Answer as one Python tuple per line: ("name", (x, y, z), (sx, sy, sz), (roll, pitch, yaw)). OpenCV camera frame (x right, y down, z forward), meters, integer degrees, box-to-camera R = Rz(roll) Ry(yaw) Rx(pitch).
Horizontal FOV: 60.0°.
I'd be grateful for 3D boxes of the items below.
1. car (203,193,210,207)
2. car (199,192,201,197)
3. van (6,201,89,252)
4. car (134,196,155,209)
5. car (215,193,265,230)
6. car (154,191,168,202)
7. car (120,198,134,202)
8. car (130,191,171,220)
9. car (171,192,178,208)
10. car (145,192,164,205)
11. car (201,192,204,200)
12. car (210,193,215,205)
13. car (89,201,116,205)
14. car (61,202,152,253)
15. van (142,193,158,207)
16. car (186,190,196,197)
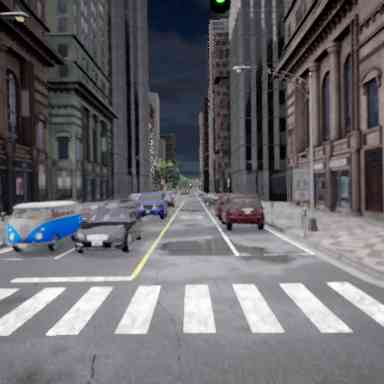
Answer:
("car", (2.779, 1.107, 40.612), (2.008, 1.369, 4.403), (-1, 0, 0))
("car", (2.796, 0.912, 62.373), (1.887, 1.381, 4.507), (-1, 0, 0))
("van", (-5.770, 1.286, 13.406), (1.690, 1.788, 3.998), (-1, 1, 0))
("car", (-5.746, 1.250, 40.613), (1.887, 1.381, 4.507), (-1, 0, 0))
("car", (2.758, 1.061, 18.847), (2.192, 1.841, 5.009), (-1, 1, 0))
("car", (-5.732, 0.832, 62.375), (2.192, 1.841, 5.009), (-1, 0, 0))
("car", (-5.758, 1.391, 24.289), (1.887, 1.381, 4.507), (-1, 1, 0))
("car", (-3.094, 1.008, 26.066), (2.150, 2.045, 5.566), (-1, 0, 0))
("car", (-3.057, 1.139, 40.243), (1.882, 1.535, 5.008), (-1, 1, 1))
("car", (-5.741, 0.926, 51.493), (2.192, 1.841, 5.009), (-1, 0, 0))
("car", (2.785, 0.902, 51.492), (1.967, 1.590, 4.097), (-1, 0, 0))
("car", (2.762, 1.013, 24.288), (2.192, 1.841, 5.009), (-1, 1, 0))
("car", (-5.764, 1.335, 18.847), (1.967, 1.590, 4.097), (-1, 1, 0))
("car", (-3.106, 1.391, 13.280), (2.128, 1.511, 4.902), (-1, 1, 0))
("van", (-5.745, 0.999, 46.052), (1.690, 1.788, 3.998), (-1, 0, 0))
("car", (0.058, 0.714, 93.213), (1.895, 1.301, 4.718), (-1, 0, 0))
